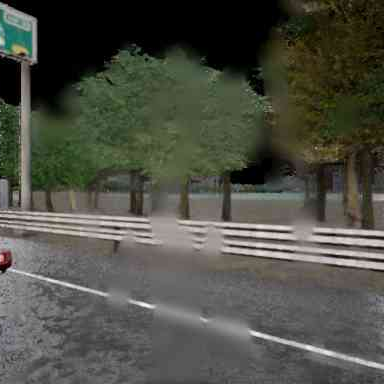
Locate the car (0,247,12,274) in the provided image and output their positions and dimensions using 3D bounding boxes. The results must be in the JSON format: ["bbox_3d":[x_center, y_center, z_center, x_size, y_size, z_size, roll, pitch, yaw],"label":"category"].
[{"bbox_3d":[-6.873,1.667,8.903,4.718,1.301,1.895,0,0,36],"label":"car"}]
